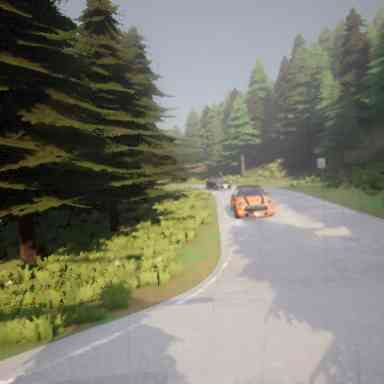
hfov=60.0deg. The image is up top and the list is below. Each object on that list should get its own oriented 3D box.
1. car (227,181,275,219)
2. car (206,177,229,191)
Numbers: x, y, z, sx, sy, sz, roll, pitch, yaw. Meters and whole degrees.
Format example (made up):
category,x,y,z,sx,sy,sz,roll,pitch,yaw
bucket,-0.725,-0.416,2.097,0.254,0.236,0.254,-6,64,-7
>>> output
category,x,y,z,sx,sy,sz,roll,pitch,yaw
car,3.451,0.409,19.612,2.097,1.767,4.553,-4,4,3
car,3.055,-0.971,38.691,2.128,1.511,4.902,-4,5,-15
